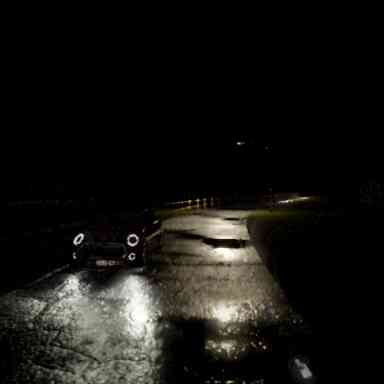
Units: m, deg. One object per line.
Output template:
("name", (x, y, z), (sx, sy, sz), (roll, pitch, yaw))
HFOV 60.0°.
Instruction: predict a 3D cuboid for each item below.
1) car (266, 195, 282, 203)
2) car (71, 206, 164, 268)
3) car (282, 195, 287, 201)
("car", (16.101, 1.441, 66.615), (2.033, 1.411, 5.357), (0, 0, 25))
("car", (-2.295, 1.343, 11.300), (2.097, 1.767, 4.553), (0, 0, 5))
("car", (20.505, 1.415, 76.071), (1.994, 1.385, 4.181), (0, 0, 25))
